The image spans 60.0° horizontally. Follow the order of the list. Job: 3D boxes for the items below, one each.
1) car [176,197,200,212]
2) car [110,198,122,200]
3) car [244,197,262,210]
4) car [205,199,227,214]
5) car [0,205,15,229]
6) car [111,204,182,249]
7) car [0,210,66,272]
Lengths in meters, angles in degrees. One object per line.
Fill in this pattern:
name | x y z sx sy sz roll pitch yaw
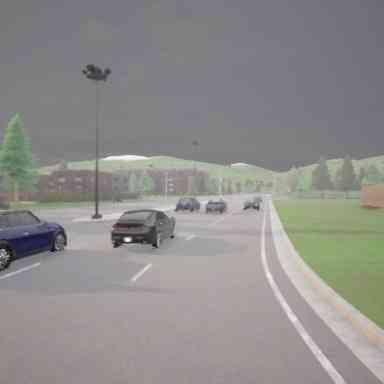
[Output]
car | -0.400 1.375 38.511 2.097 1.767 4.553 0 0 13
car | -12.641 1.202 52.834 1.994 1.385 4.181 0 0 13
car | 7.721 1.624 42.693 1.895 1.301 4.718 0 0 13
car | 2.704 1.512 36.374 2.128 1.511 4.902 0 0 13
car | -13.099 1.579 20.077 1.994 1.385 4.181 0 0 14
car | -1.970 1.514 14.754 1.837 1.490 4.892 0 0 10
car | -6.098 1.360 11.051 2.097 1.767 4.553 0 0 8
